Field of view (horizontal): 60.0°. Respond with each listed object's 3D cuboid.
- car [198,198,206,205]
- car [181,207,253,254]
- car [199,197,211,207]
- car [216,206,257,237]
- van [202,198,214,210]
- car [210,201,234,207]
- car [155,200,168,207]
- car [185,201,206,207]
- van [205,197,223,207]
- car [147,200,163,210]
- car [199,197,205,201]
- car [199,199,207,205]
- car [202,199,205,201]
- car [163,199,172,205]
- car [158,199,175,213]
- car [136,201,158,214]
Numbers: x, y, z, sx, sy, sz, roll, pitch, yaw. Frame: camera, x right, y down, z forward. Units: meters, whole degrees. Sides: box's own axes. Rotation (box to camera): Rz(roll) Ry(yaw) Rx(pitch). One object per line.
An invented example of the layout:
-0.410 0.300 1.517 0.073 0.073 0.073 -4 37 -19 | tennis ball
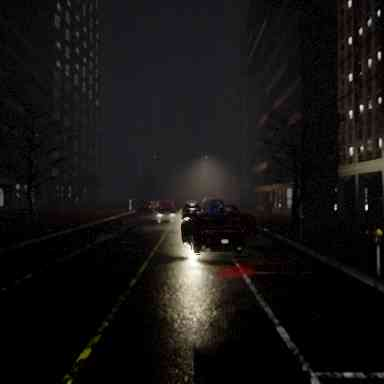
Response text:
2.452 2.314 81.614 1.752 1.417 4.829 1 -1 0 | car
0.721 1.619 14.218 1.882 1.535 5.008 0 0 -10 | car
2.506 1.942 64.523 2.192 1.841 5.009 1 -1 0 | car
2.640 1.737 19.391 1.887 1.381 4.507 0 -1 0 | car
2.540 1.861 53.241 1.690 1.788 3.998 1 -1 0 | van
2.624 1.688 25.034 1.967 1.590 4.097 0 -1 0 | car
-5.877 2.178 64.472 2.008 1.369 4.403 1 -1 0 | car
-0.003 1.858 31.390 2.033 1.411 5.357 0 -1 0 | car
2.591 1.699 36.316 1.690 1.788 3.998 1 -1 0 | van
-5.843 2.071 53.187 2.008 1.369 4.403 1 -1 0 | car
2.557 1.781 47.599 2.192 1.841 5.009 1 -1 0 | car
2.468 2.316 75.802 1.802 1.307 4.206 1 -1 0 | car
2.572 1.963 41.956 2.008 1.369 4.403 1 -1 0 | car
-5.929 2.338 81.399 2.008 1.369 4.403 1 -1 0 | car
-3.219 1.897 42.612 1.882 1.535 5.008 0 -1 0 | car
-5.807 1.853 41.903 1.967 1.590 4.097 1 -1 0 | car
